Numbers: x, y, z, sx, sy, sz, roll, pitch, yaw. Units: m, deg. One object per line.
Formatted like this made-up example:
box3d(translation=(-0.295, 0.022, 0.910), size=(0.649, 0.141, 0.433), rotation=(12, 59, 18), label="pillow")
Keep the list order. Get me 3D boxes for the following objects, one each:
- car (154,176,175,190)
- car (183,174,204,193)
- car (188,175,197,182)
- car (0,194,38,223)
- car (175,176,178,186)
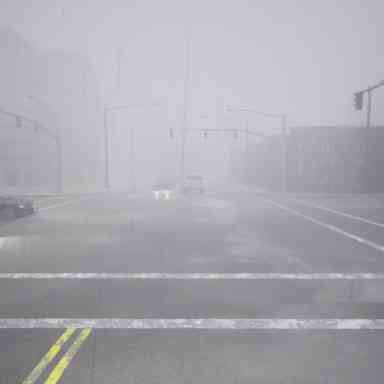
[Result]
box3d(translation=(-3.540, -0.950, 41.401), size=(1.994, 1.385, 4.181), rotation=(0, 4, 0), label="car")
box3d(translation=(0.169, -1.034, 37.532), size=(2.150, 2.045, 5.566), rotation=(0, 4, 0), label="car")
box3d(translation=(0.101, -3.004, 71.704), size=(1.994, 1.385, 4.181), rotation=(0, 4, 0), label="car")
box3d(translation=(-10.243, 0.669, 16.264), size=(4.902, 1.511, 2.128), rotation=(-1, 4, -8), label="car")
box3d(translation=(-3.522, -1.675, 51.308), size=(1.837, 1.490, 4.892), rotation=(0, 4, 0), label="car")
